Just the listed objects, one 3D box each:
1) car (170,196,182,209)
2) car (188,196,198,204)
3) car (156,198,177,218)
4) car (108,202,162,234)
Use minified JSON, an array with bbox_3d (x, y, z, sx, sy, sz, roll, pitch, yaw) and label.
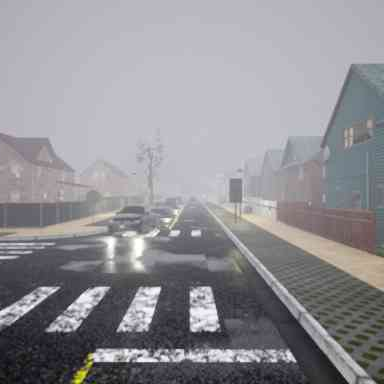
[{"bbox_3d":[-2.746,1.500,44.393,1.837,1.490,4.892,0,0,0],"label":"car"},{"bbox_3d":[0.147,1.526,65.753,1.812,1.442,4.674,0,0,0],"label":"car"},{"bbox_3d":[-2.778,1.542,30.899,2.033,1.411,5.357,0,0,0],"label":"car"},{"bbox_3d":[-3.301,1.521,19.339,1.812,1.442,4.674,0,0,7],"label":"car"}]
